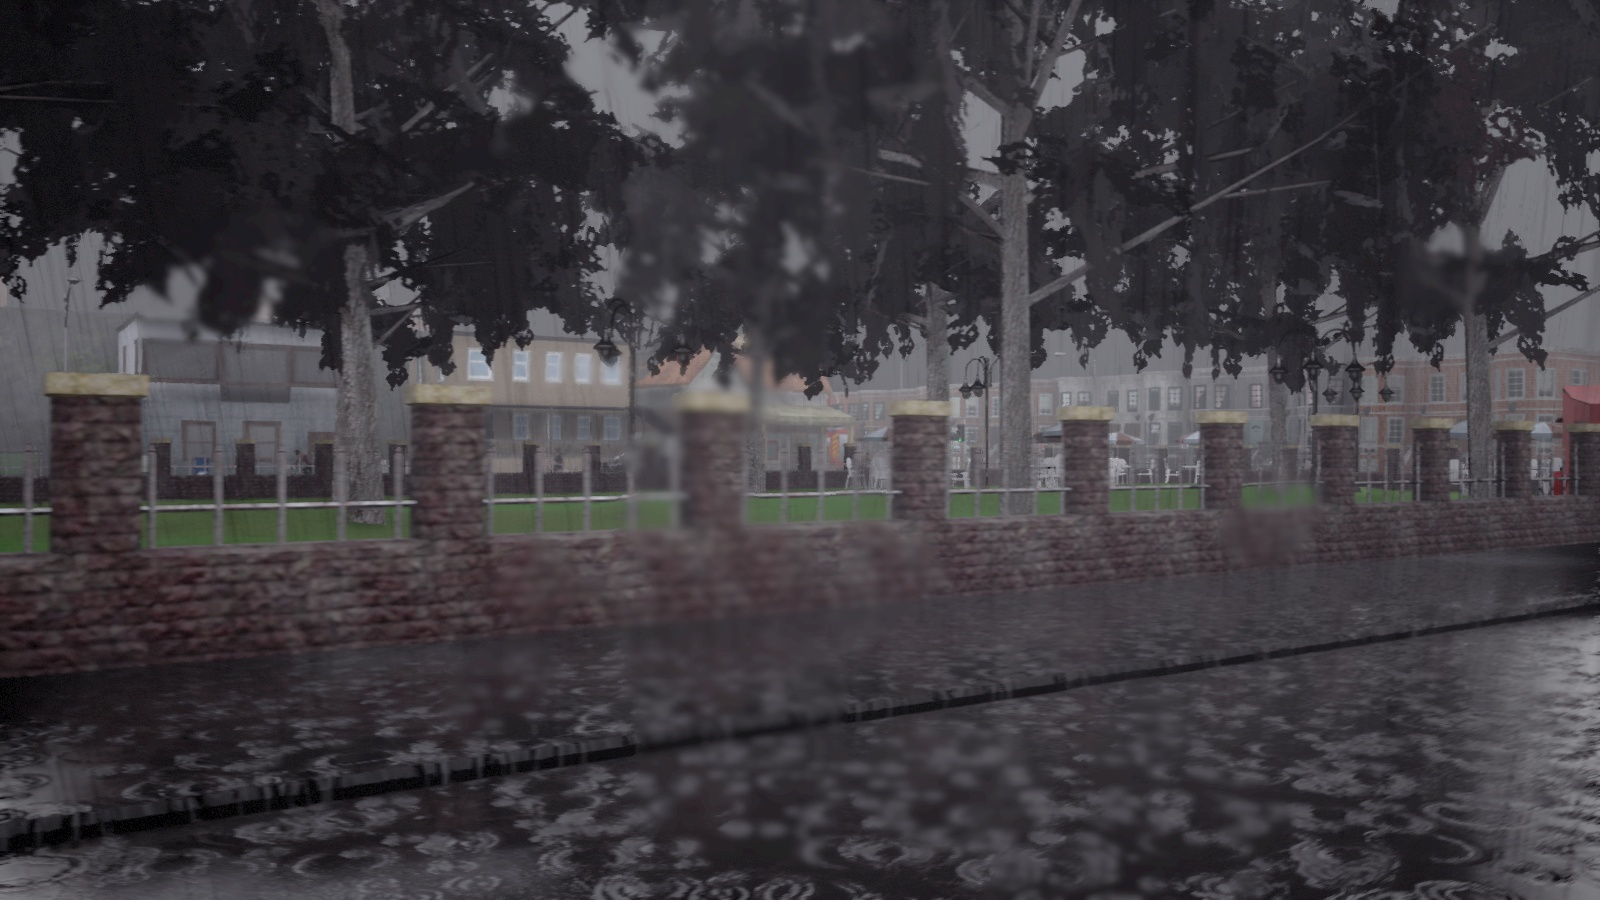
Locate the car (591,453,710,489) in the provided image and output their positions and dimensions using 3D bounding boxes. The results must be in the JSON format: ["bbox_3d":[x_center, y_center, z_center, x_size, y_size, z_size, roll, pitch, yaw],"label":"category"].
[{"bbox_3d":[-6.509,0.899,54.920,4.892,1.490,1.837,0,0,-35],"label":"car"}]
